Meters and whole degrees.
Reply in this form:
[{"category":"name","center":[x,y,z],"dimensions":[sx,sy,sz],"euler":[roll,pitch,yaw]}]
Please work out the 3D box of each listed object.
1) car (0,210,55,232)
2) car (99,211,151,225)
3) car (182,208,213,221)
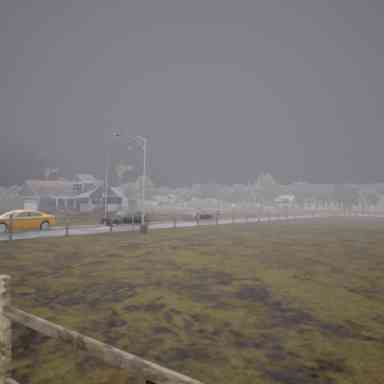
[{"category":"car","center":[-12.345,2.029,23.811],"dimensions":[1.882,1.535,5.008],"euler":[0,-2,34]},{"category":"car","center":[-6.345,2.515,32.365],"dimensions":[2.033,1.411,5.357],"euler":[0,-2,35]},{"category":"car","center":[0.702,2.818,42.294],"dimensions":[2.097,1.767,4.553],"euler":[0,-2,36]}]
